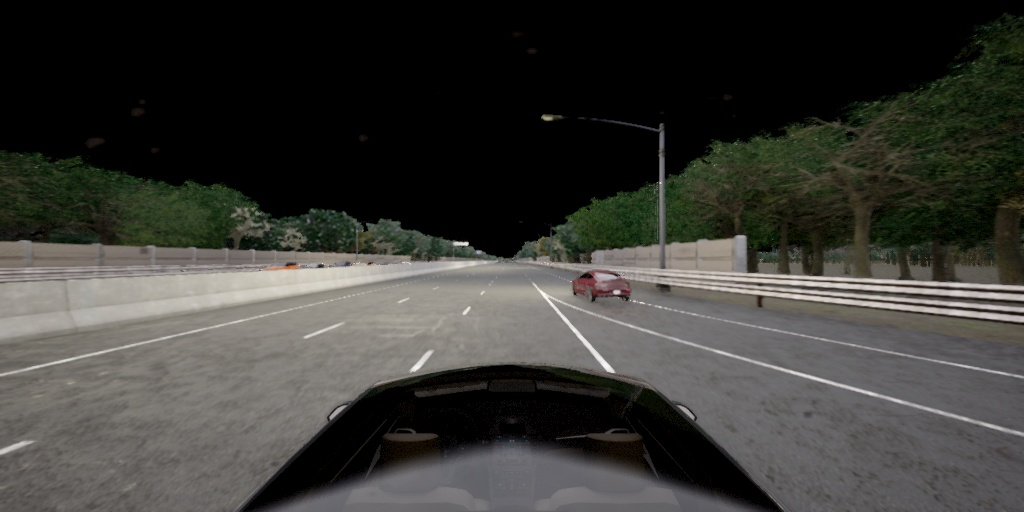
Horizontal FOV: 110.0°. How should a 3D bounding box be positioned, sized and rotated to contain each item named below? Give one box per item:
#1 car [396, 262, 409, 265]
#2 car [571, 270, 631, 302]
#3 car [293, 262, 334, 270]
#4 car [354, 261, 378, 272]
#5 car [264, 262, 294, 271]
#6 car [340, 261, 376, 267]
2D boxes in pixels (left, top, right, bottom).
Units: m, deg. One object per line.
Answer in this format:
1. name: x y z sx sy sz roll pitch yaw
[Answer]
1. car: -17.566 1.772 57.414 2.128 1.511 4.902 0 -1 0
2. car: 4.328 1.429 17.913 1.812 1.442 4.674 0 -1 -6
3. car: -24.552 1.683 44.617 1.812 1.442 4.674 0 -1 0
4. car: -24.559 1.660 60.381 2.097 1.767 4.553 0 -1 0
5. car: -28.052 1.503 43.878 2.097 1.767 4.553 0 -1 0
6. car: -17.573 1.607 41.634 1.882 1.535 5.008 0 -1 0
